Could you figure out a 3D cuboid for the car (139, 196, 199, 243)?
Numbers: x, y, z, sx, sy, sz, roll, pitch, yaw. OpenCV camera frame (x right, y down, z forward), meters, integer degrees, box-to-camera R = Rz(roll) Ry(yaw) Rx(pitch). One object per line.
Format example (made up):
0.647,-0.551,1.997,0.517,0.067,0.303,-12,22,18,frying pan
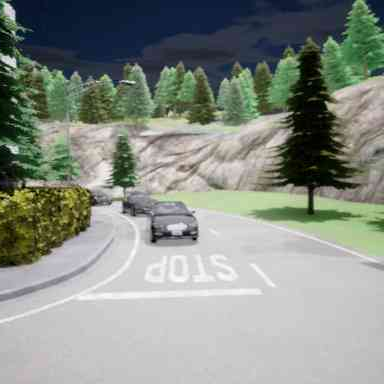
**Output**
-0.992,1.145,14.352,2.128,1.511,4.902,-1,2,-11,car

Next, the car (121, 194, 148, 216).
-3.961,0.919,24.784,1.837,1.490,4.892,-1,2,-25,car

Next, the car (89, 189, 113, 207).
-10.294,0.563,35.412,2.097,1.767,4.553,-2,2,-41,car
